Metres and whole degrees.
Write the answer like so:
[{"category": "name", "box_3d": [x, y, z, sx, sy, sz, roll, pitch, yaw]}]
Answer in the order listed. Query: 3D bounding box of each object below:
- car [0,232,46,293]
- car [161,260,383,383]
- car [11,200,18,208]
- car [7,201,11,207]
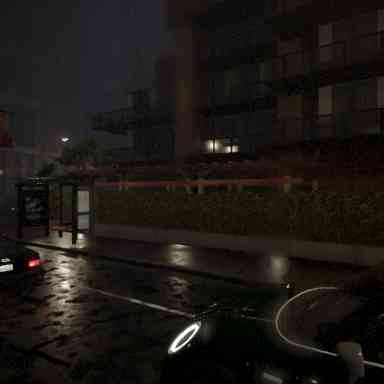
[{"category": "car", "box_3d": [-5.701, 1.547, 8.018, 5.357, 1.411, 2.033, 0, 0, 36]}, {"category": "car", "box_3d": [1.914, 1.352, 2.639, 4.553, 1.767, 2.097, 0, 0, 35]}, {"category": "car", "box_3d": [-22.024, 1.505, 46.529, 1.837, 1.490, 4.892, 0, 0, 36]}, {"category": "car", "box_3d": [-24.521, 1.477, 49.072, 1.882, 1.535, 5.008, 0, 0, 35]}]
